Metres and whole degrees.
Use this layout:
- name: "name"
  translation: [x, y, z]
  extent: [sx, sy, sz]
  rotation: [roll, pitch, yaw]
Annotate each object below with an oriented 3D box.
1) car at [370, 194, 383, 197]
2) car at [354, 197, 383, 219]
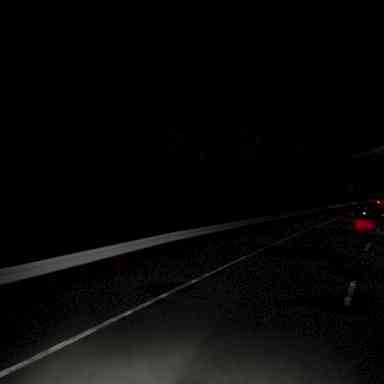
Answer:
- name: "car"
  translation: [21.609, 1.216, 38.035]
  extent: [2.150, 2.045, 5.566]
  rotation: [0, 0, 35]
- name: "car"
  translation: [15.626, 1.501, 29.470]
  extent: [1.837, 1.490, 4.892]
  rotation: [0, 0, 35]
